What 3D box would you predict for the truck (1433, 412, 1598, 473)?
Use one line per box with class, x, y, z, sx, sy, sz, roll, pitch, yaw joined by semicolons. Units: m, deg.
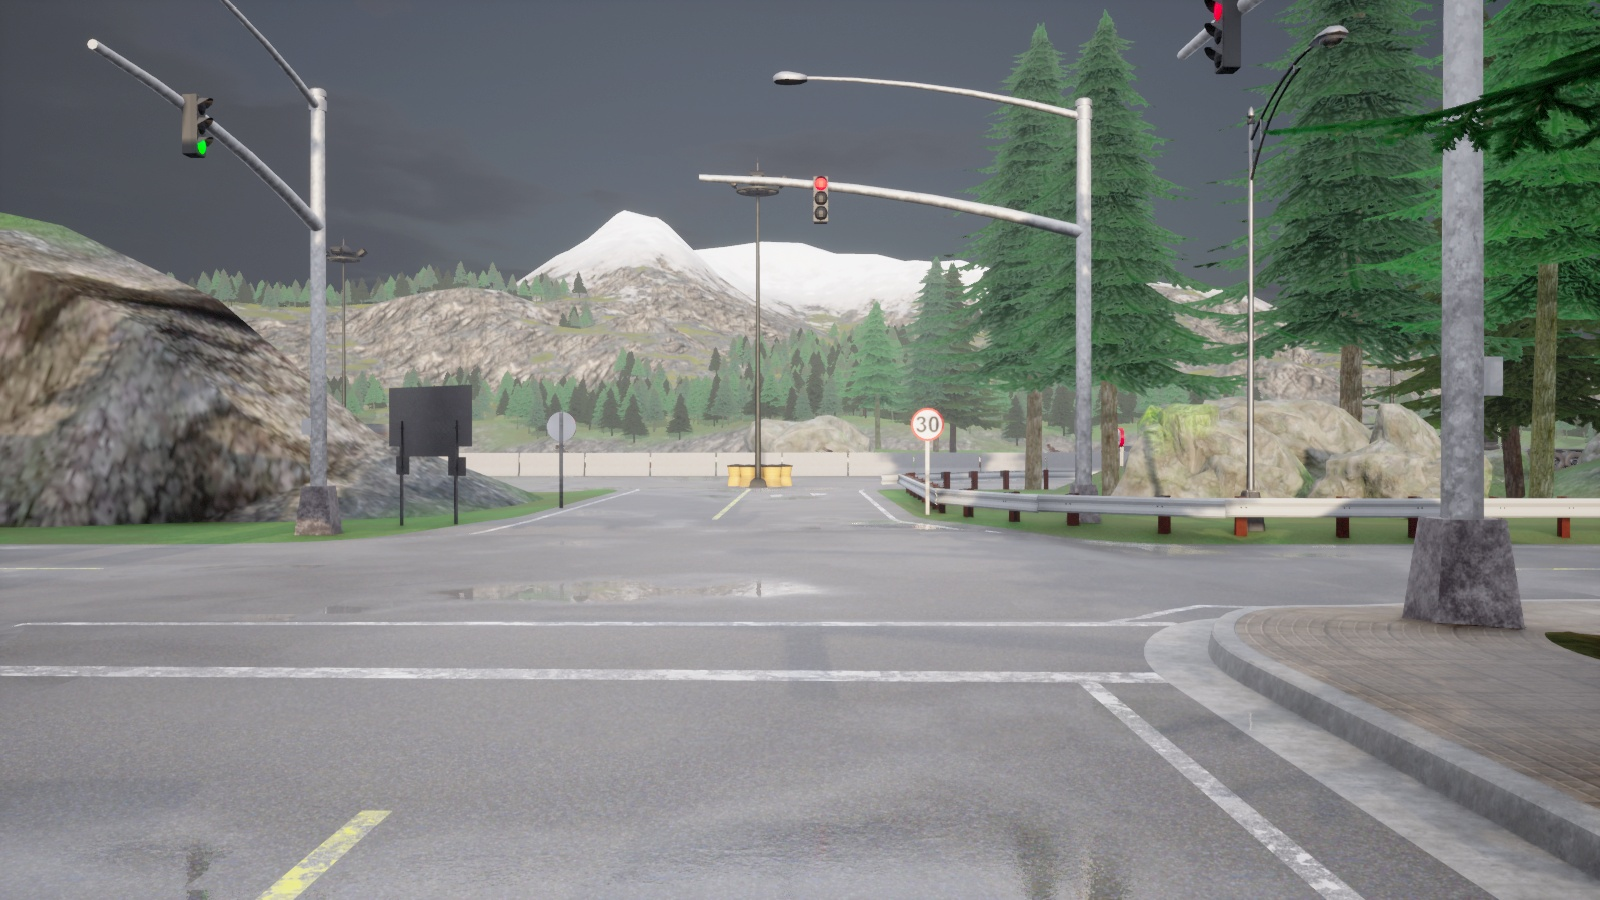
truck;41.421;-0.417;72.880;7.936;3.462;2.891;0;0;0
